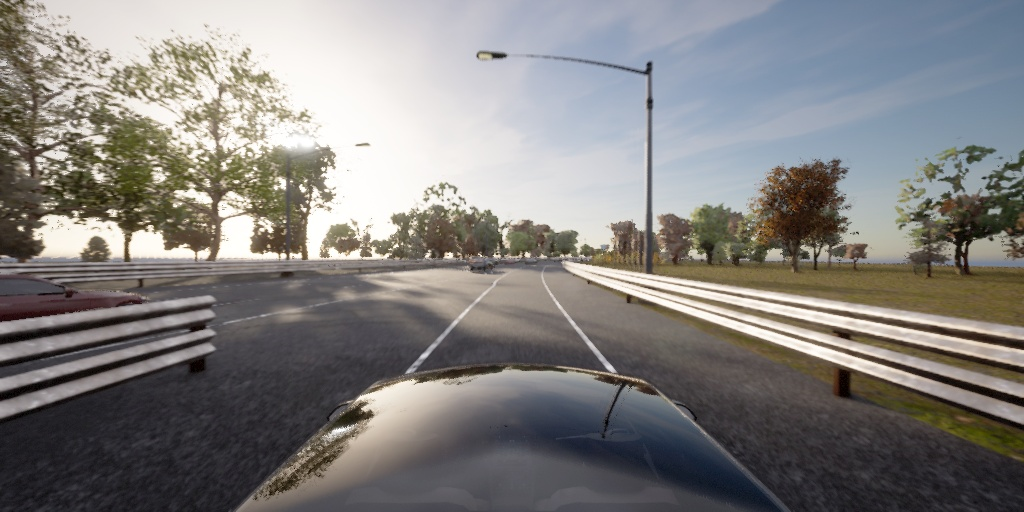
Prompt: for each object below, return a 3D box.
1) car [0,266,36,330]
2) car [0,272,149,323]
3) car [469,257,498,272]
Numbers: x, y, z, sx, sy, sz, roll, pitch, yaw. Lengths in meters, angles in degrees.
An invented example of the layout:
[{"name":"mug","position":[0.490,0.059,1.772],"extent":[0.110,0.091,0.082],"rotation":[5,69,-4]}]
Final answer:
[{"name":"car","position":[-13.176,0.983,6.675],"extent":[1.837,1.490,4.892],"rotation":[0,0,8]},{"name":"car","position":[-9.644,1.015,6.602],"extent":[1.812,1.442,4.674],"rotation":[0,0,8]},{"name":"car","position":[-3.572,1.063,42.836],"extent":[2.128,1.511,4.902],"rotation":[0,0,11]}]
